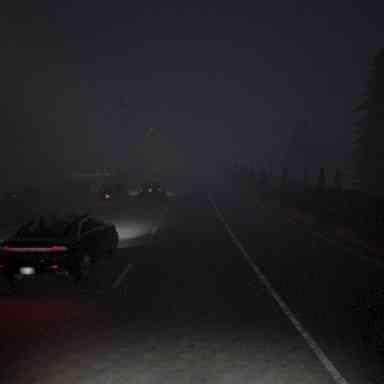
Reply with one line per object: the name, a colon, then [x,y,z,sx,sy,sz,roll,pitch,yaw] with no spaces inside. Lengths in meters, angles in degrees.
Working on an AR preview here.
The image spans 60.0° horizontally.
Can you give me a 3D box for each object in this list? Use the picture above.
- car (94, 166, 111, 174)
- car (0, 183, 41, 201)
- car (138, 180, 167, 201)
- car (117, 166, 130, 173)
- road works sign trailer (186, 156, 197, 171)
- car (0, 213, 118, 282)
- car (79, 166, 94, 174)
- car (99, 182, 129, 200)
car: [-17.539,-4.433,66.671,1.837,1.490,4.892,0,7,0]
car: [-14.113,0.088,27.061,2.128,1.511,4.902,0,6,0]
car: [-3.421,-0.307,29.414,2.097,1.767,4.553,0,6,0]
car: [-14.040,-4.609,68.557,2.033,1.411,5.357,0,7,0]
road works sign trailer: [0.013,-6.785,79.738,2.380,3.560,2.880,0,5,3]
car: [-3.416,1.329,9.322,2.128,1.511,4.902,0,2,0]
car: [-21.039,-4.455,66.667,1.882,1.535,5.008,0,7,0]
car: [-6.920,-0.174,29.630,1.837,1.490,4.892,0,7,0]
